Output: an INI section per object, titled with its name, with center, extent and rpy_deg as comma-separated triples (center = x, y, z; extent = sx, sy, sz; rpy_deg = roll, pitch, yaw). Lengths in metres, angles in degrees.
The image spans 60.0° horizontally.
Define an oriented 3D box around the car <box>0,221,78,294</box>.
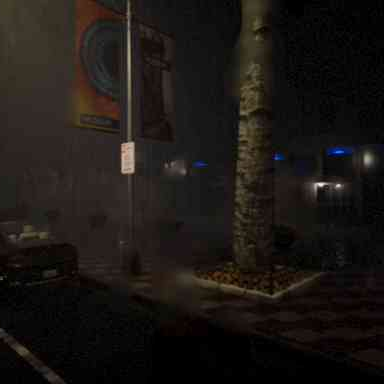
[car]
center = -4.827, 1.518, 8.898
extent = 4.892, 1.521, 2.231
rpy_deg = 0, 0, 44
